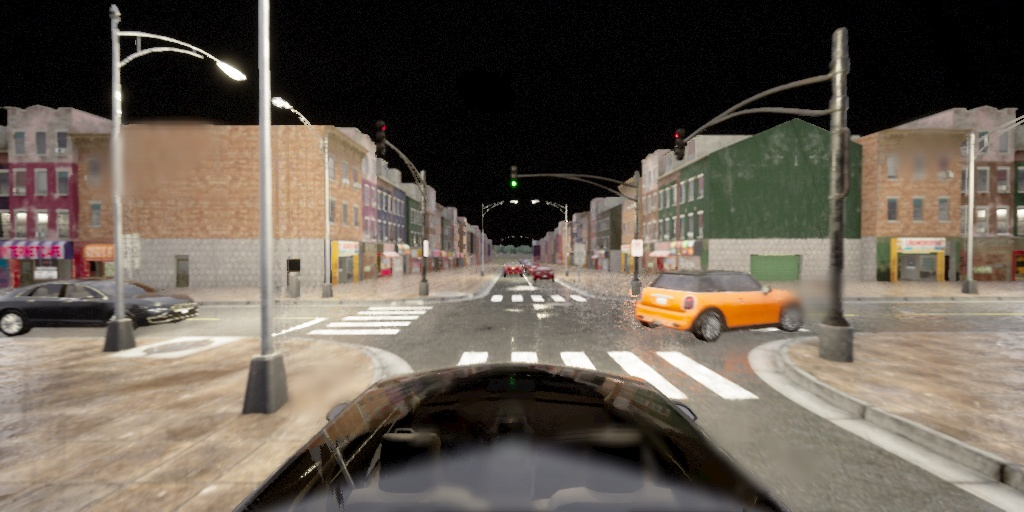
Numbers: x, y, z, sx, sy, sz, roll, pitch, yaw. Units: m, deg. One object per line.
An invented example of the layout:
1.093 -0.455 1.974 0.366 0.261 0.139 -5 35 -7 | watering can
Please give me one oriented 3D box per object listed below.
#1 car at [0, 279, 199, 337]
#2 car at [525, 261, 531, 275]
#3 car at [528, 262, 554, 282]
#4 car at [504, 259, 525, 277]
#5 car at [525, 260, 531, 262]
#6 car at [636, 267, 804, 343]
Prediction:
-12.231 1.432 10.672 4.892 1.490 1.837 0 1 -2 | car
2.675 1.623 42.237 1.802 1.307 4.207 0 0 0 | car
2.664 1.506 31.172 1.888 1.381 4.507 0 0 0 | car
0.136 1.384 40.991 2.097 1.767 4.553 0 0 0 | car
2.685 1.667 53.302 1.888 1.381 4.507 0 0 0 | car
5.796 1.158 9.968 4.553 1.767 2.097 0 1 -22 | car
